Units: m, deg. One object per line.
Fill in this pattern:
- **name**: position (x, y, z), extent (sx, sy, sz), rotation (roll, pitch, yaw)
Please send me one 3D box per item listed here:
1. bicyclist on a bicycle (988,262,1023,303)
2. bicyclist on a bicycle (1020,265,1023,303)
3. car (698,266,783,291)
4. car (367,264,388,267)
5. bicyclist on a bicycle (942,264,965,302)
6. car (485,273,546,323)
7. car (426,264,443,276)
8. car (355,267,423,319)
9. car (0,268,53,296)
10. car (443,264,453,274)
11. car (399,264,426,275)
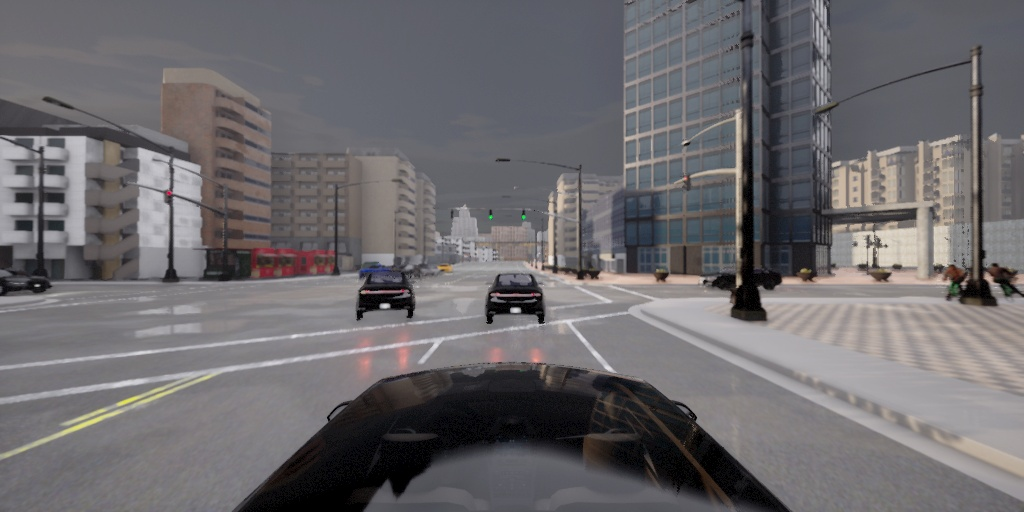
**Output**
- **bicyclist on a bicycle**: position (21.038, 1.072, 15.336), extent (1.656, 1.620, 0.582), rotation (-26, -5, -27)
- **bicyclist on a bicycle**: position (22.535, 1.177, 14.866), extent (1.656, 1.620, 0.582), rotation (-1, -1, 18)
- **car**: position (14.707, 1.408, 23.242), extent (4.902, 1.511, 2.128), rotation (0, 0, 1)
- **car**: position (-14.059, 1.580, 37.076), extent (1.882, 1.535, 5.008), rotation (0, -1, 0)
- **bicyclist on a bicycle**: position (19.162, 1.176, 15.545), extent (1.656, 1.620, 0.582), rotation (0, 0, -23)
- **car**: position (0.104, 1.343, 12.624), extent (2.128, 1.511, 4.902), rotation (0, 0, 0)
- **car**: position (-10.560, 1.861, 45.863), extent (1.895, 1.301, 4.718), rotation (0, -1, 0)
- **car**: position (-4.683, 1.346, 13.410), extent (2.128, 1.511, 4.902), rotation (1, 0, -18)
- **car**: position (-28.748, 1.390, 19.921), extent (4.892, 1.490, 1.837), rotation (0, 0, 1)
- **car**: position (-10.511, 1.944, 56.008), extent (1.882, 1.535, 5.008), rotation (0, -1, 0)
- **car**: position (-10.564, 1.575, 36.525), extent (1.882, 1.535, 5.008), rotation (0, -1, 0)
